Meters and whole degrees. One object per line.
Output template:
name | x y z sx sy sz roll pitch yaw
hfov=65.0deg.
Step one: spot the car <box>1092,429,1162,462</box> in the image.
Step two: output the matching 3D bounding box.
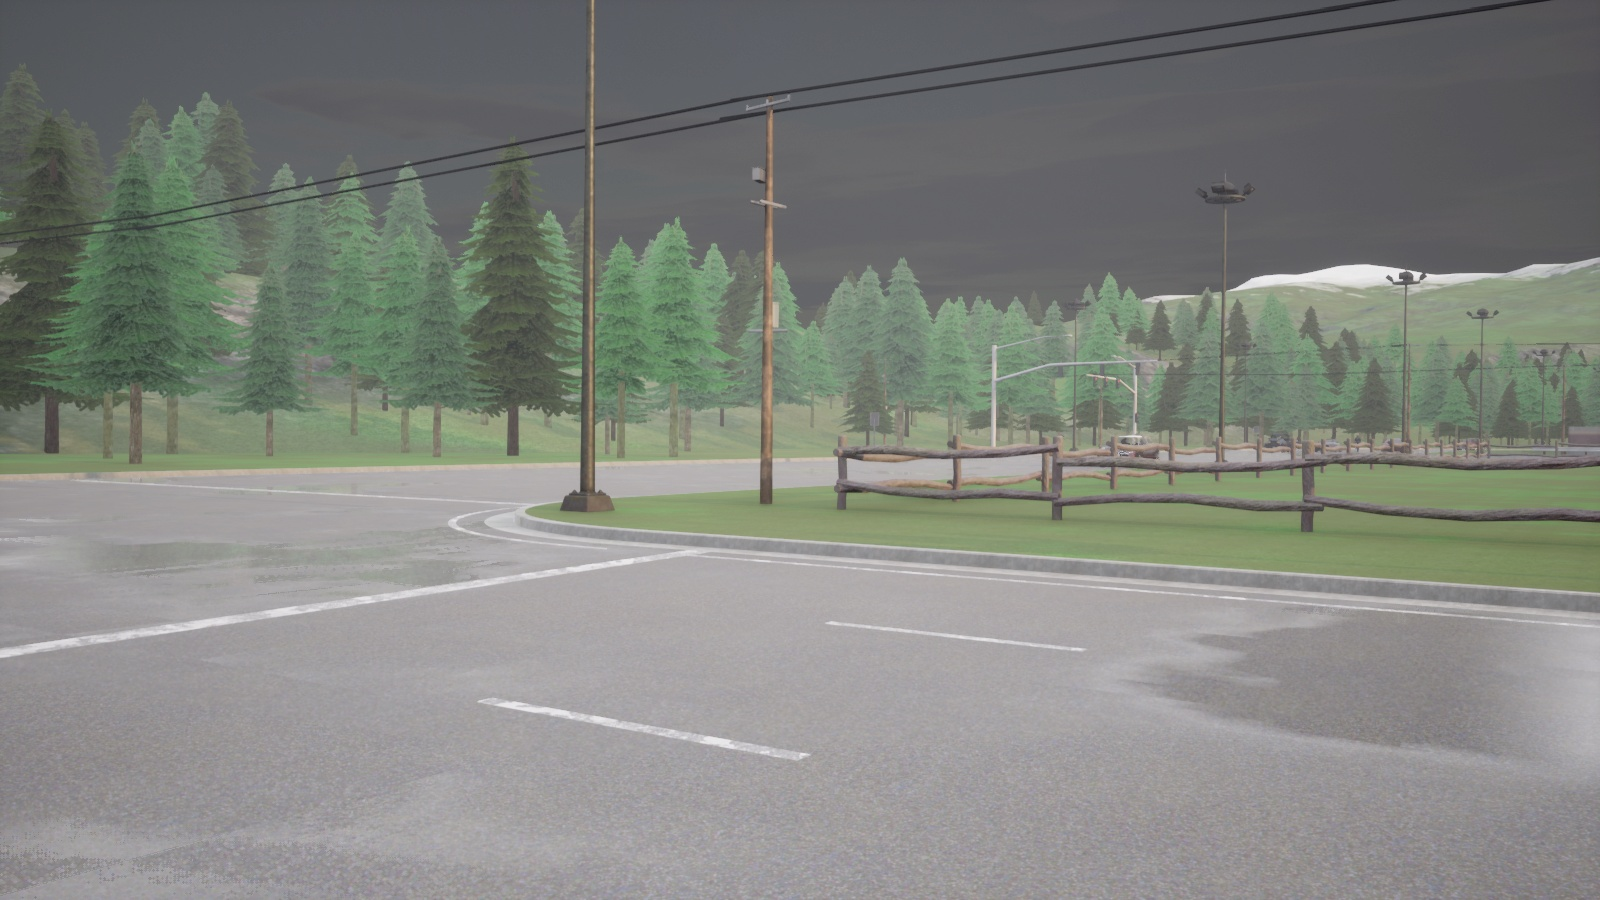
car | 15.121 -0.233 57.924 1.970 1.475 3.806 0 1 34
